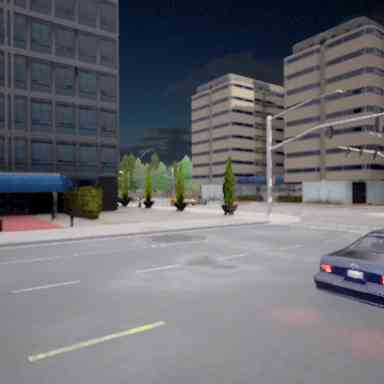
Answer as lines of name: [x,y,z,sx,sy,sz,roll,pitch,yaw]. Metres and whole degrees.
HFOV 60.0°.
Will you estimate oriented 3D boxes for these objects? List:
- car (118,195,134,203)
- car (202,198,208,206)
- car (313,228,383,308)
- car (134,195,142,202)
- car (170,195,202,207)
car: [-13.776,1.424,64.975,1.895,1.301,4.718,0,0,-35]
car: [0.456,1.307,50.546,1.837,1.490,4.892,0,0,-35]
car: [4.953,1.493,7.339,5.357,1.411,2.033,0,0,-35]
car: [-12.041,1.300,68.624,2.128,1.511,4.902,0,0,-36]
car: [-1.151,1.304,46.722,1.882,1.535,5.008,0,0,-35]
